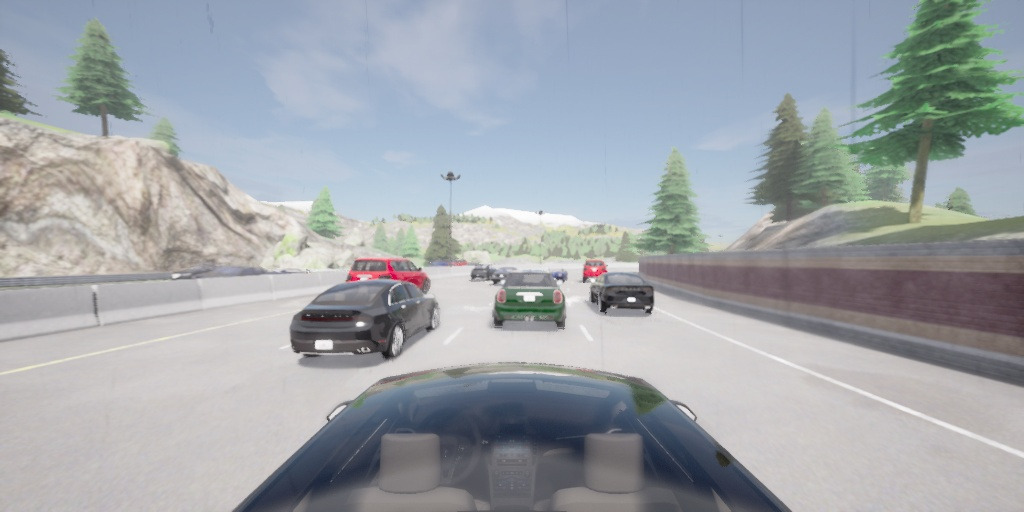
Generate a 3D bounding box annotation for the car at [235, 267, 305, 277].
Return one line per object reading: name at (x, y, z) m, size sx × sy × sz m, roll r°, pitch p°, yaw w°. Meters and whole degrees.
car at (-15.715, 1.527, 24.400) m, size 1.895 × 1.301 × 4.718 m, roll 0°, pitch -1°, yaw 9°

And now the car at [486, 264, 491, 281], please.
car at (-0.276, 1.611, 29.982) m, size 2.033 × 1.411 × 5.357 m, roll 0°, pitch -1°, yaw 12°

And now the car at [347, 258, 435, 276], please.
car at (-5.866, 1.120, 17.627) m, size 2.150 × 2.045 × 5.566 m, roll 0°, pitch -1°, yaw 6°

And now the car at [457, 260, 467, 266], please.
car at (-7.374, 1.892, 64.662) m, size 1.882 × 1.535 × 5.008 m, roll 0°, pitch -1°, yaw 24°

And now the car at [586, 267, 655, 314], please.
car at (4.413, 1.396, 14.957) m, size 1.882 × 1.535 × 5.008 m, roll 0°, pitch -1°, yaw 6°

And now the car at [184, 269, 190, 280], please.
car at (-22.131, 1.489, 28.498) m, size 2.033 × 1.411 × 5.357 m, roll 0°, pitch -1°, yaw 10°

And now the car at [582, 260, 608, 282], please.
car at (7.925, 1.371, 34.186) m, size 2.150 × 2.045 × 5.566 m, roll 0°, pitch -1°, yaw 14°

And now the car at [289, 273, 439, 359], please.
car at (-3.120, 1.316, 8.610) m, size 1.837 × 1.490 × 4.892 m, roll 0°, pitch -1°, yaw 3°

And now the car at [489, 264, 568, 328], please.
car at (0.640, 1.221, 12.088) m, size 2.097 × 1.767 × 4.553 m, roll 0°, pitch -1°, yaw 4°

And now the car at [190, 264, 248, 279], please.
car at (-19.098, 1.469, 25.490) m, size 2.033 × 1.411 × 5.357 m, roll 0°, pitch -1°, yaw 9°

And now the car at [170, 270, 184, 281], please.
car at (-25.396, 1.433, 29.938) m, size 2.128 × 1.511 × 4.902 m, roll 0°, pitch -1°, yaw 11°

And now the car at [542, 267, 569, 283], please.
car at (4.162, 1.726, 33.580) m, size 1.895 × 1.301 × 4.718 m, roll 0°, pitch -1°, yaw 14°

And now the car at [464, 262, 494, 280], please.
car at (-2.562, 1.604, 35.411) m, size 2.128 × 1.511 × 4.902 m, roll 0°, pitch -1°, yaw 14°
